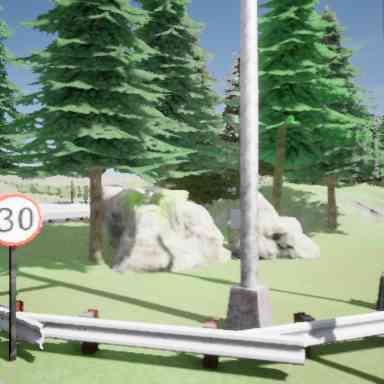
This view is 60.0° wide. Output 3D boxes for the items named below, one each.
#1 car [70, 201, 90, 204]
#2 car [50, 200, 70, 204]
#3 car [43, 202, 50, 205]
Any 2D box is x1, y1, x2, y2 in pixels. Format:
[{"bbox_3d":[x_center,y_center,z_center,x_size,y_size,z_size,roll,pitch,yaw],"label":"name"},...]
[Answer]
[{"bbox_3d":[-19.159,2.368,61.818,2.033,1.411,5.357,0,-1,36],"label":"car"},{"bbox_3d":[-23.315,2.423,62.024,1.895,1.301,4.718,0,-1,36],"label":"car"},{"bbox_3d":[-26.183,2.367,64.012,2.128,1.511,4.902,0,-1,36],"label":"car"}]
